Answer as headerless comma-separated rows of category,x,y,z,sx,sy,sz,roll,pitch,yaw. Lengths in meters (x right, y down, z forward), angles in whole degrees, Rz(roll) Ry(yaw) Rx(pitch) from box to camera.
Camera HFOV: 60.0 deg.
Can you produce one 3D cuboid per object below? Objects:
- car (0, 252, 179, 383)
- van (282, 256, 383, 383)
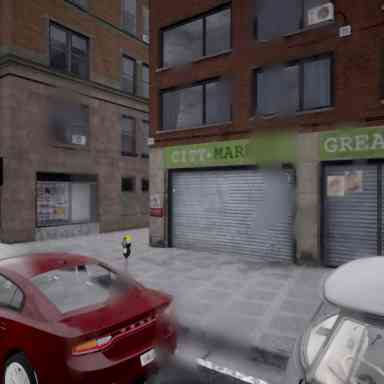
car,-2.259,1.544,4.682,4.507,1.381,1.887,0,0,35
van,2.353,1.341,1.400,3.998,1.788,1.690,0,0,35
